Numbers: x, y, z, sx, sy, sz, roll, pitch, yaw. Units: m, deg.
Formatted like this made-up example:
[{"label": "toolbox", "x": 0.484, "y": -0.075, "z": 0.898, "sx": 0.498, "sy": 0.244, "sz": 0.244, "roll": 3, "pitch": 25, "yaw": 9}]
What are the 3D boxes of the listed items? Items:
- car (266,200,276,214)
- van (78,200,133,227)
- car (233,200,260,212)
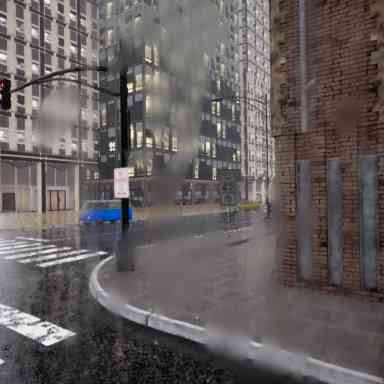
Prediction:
[{"label": "car", "x": 9.366, "y": 1.567, "z": 35.021, "sx": 1.812, "sy": 1.442, "sz": 4.674, "roll": -1, "pitch": -1, "yaw": 36}, {"label": "van", "x": -6.020, "y": 1.460, "z": 23.488, "sx": 1.690, "sy": 1.788, "sz": 3.998, "roll": -2, "pitch": -1, "yaw": 36}, {"label": "car", "x": 6.812, "y": 1.689, "z": 41.400, "sx": 1.752, "sy": 1.417, "sz": 4.829, "roll": -2, "pitch": -1, "yaw": 36}]
